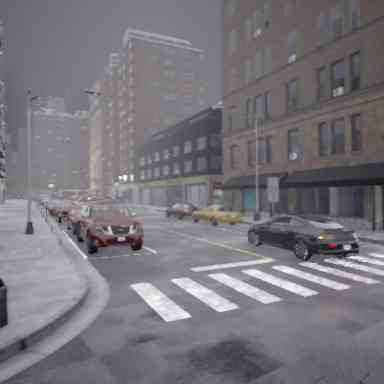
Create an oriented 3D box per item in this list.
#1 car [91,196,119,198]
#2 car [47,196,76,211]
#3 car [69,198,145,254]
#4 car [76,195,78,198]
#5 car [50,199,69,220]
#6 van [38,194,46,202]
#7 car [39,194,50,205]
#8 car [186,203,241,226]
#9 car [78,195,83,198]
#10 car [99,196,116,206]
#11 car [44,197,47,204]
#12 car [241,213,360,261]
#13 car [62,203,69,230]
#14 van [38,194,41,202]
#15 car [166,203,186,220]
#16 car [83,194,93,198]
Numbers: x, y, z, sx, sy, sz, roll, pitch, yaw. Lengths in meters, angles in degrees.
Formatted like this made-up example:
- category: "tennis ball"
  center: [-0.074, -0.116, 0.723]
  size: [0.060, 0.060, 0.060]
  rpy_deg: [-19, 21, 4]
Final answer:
- category: "car"
  center: [-11.403, 1.529, 43.230]
  size: [2.033, 1.411, 5.357]
  rpy_deg: [0, 0, -26]
- category: "car"
  center: [-13.254, 1.455, 33.637]
  size: [1.967, 1.590, 4.097]
  rpy_deg: [0, 0, -26]
- category: "car"
  center: [-3.580, 1.332, 13.958]
  size: [2.192, 1.841, 5.009]
  rpy_deg: [1, 0, -26]
- category: "car"
  center: [-25.021, 1.577, 76.906]
  size: [1.752, 1.417, 4.829]
  rpy_deg: [0, 0, -26]
- category: "car"
  center: [-10.836, 1.556, 28.716]
  size: [1.887, 1.381, 4.507]
  rpy_deg: [0, 0, -26]
- category: "van"
  center: [-37.433, 1.493, 82.837]
  size: [1.690, 1.788, 3.998]
  rpy_deg: [0, 0, -26]
- category: "car"
  center: [-25.268, 1.580, 58.083]
  size: [1.752, 1.417, 4.829]
  rpy_deg: [0, 0, -26]
- category: "car"
  center: [1.579, 1.481, 22.782]
  size: [1.752, 1.417, 4.829]
  rpy_deg: [0, 0, -26]
- category: "car"
  center: [-22.527, 1.346, 71.834]
  size: [2.192, 1.841, 5.009]
  rpy_deg: [0, 0, -26]
- category: "car"
  center: [-14.272, 1.484, 56.097]
  size: [1.837, 1.490, 4.892]
  rpy_deg: [0, 0, -26]
- category: "car"
  center: [-15.672, 1.570, 38.557]
  size: [2.008, 1.369, 4.403]
  rpy_deg: [0, 0, -26]
- category: "car"
  center: [3.896, 1.512, 12.308]
  size: [1.812, 1.442, 4.674]
  rpy_deg: [0, 0, -22]
- category: "car"
  center: [-6.000, 1.558, 18.877]
  size: [1.887, 1.381, 4.507]
  rpy_deg: [1, 0, -26]
- category: "van"
  center: [-27.761, 1.412, 63.157]
  size: [1.690, 1.788, 3.998]
  rpy_deg: [0, 0, -26]
- category: "car"
  center: [-0.764, 1.536, 27.550]
  size: [1.802, 1.307, 4.206]
  rpy_deg: [0, 0, -26]
- category: "car"
  center: [-20.110, 1.564, 66.913]
  size: [2.008, 1.369, 4.403]
  rpy_deg: [0, 0, -26]
